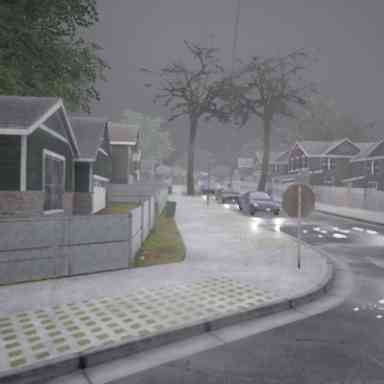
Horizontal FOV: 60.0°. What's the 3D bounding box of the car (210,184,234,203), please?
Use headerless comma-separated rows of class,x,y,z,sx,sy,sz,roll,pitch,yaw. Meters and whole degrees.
car,3.464,0.262,32.496,2.033,1.411,5.357,1,3,-6

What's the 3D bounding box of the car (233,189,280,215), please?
car,4.466,0.703,22.841,1.812,1.442,4.674,1,3,-6

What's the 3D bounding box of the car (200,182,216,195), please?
car,2.198,-0.395,44.749,1.882,1.535,5.008,1,3,-6
